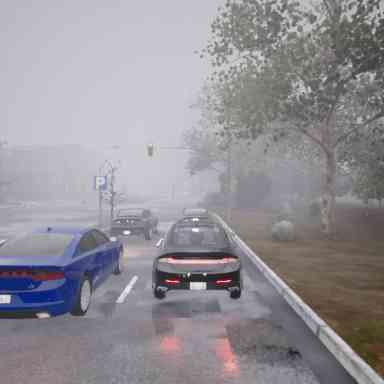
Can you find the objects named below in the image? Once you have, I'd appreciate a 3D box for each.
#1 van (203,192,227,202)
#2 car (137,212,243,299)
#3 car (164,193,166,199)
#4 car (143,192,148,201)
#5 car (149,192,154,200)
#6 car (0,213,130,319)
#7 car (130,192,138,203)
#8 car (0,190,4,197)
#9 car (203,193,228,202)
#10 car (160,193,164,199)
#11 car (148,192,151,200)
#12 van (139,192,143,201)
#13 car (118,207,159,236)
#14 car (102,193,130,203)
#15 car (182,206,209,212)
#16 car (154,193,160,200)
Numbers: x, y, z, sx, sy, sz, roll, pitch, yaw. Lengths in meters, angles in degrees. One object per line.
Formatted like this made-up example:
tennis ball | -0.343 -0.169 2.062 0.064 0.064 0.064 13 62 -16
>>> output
van | 4.313 1.042 64.369 4.442 1.987 1.878 1 0 -14
car | 0.115 1.503 8.494 2.128 1.511 4.902 0 0 0
car | -10.538 1.316 91.701 5.008 1.535 2.097 -1 0 -12
car | -12.978 1.321 73.738 4.892 1.521 2.231 -1 0 -14
car | -12.231 1.359 79.735 4.674 1.452 2.002 -1 0 -13
car | -2.888 1.487 7.560 1.882 1.535 5.008 0 0 0
car | -13.769 1.315 64.775 5.366 1.575 1.946 -1 0 -15
car | -31.140 0.137 52.659 2.002 1.452 4.674 6 -3 -19
car | 4.698 1.141 67.339 4.553 1.767 2.185 1 0 -14
car | -10.961 1.064 88.722 5.566 2.045 2.435 -1 0 -12
car | -12.604 1.359 76.733 4.674 1.452 2.002 -1 0 -13
van | -13.208 1.093 70.767 4.442 1.987 1.878 -1 0 -14
car | -2.829 1.530 16.991 1.837 1.490 4.892 0 0 1
car | -14.415 1.358 61.783 4.792 1.488 2.163 -1 0 -15
car | 0.180 1.530 17.906 1.837 1.490 4.892 0 0 0
car | -11.413 1.357 85.716 4.674 1.452 2.002 -1 0 -12
